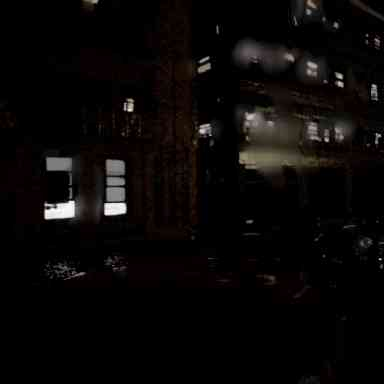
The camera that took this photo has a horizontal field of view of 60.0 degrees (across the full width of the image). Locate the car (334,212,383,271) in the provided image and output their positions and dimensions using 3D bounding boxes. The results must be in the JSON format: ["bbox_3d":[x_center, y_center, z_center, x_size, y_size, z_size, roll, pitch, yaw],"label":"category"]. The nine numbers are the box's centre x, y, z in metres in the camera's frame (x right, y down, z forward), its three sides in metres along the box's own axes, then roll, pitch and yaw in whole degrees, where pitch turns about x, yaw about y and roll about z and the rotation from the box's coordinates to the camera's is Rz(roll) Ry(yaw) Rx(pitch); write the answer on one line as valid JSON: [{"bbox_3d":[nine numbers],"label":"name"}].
[{"bbox_3d":[5.651,1.376,10.560,4.097,1.590,1.967,0,0,-35],"label":"car"}]

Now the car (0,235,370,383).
[{"bbox_3d":[-0.711,1.472,2.863,5.008,1.535,1.882,0,0,-35],"label":"car"}]

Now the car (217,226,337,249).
[{"bbox_3d":[1.092,1.552,7.308,4.206,1.307,1.802,0,0,-35],"label":"car"}]
